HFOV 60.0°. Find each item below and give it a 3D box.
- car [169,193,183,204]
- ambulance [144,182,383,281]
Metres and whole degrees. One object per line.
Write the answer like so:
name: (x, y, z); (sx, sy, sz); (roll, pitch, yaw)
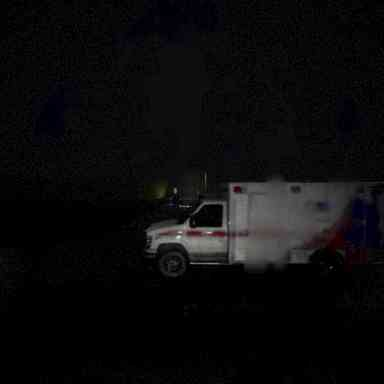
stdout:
car: (-2.747, 1.142, 58.373); (2.097, 1.767, 4.553); (0, 0, 0)
ambulance: (1.914, 0.954, 9.223); (6.366, 2.431, 2.351); (0, 1, 0)
